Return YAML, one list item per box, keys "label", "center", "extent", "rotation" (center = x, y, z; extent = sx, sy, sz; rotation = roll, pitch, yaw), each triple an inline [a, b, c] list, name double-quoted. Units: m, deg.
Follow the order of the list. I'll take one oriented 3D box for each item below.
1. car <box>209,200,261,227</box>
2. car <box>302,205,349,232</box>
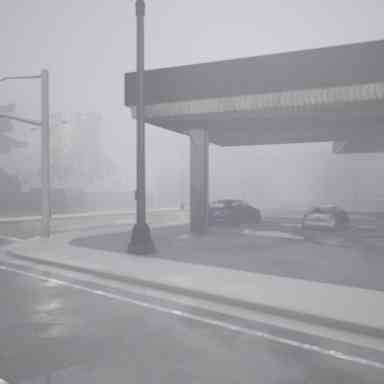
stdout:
- label: "car"
  center: [2.879, 1.354, 22.422]
  extent: [2.242, 1.667, 4.611]
  rotation: [0, 0, 37]
- label: "car"
  center: [7.953, 1.483, 19.621]
  extent: [1.970, 1.475, 3.806]
  rotation: [0, 0, 37]
